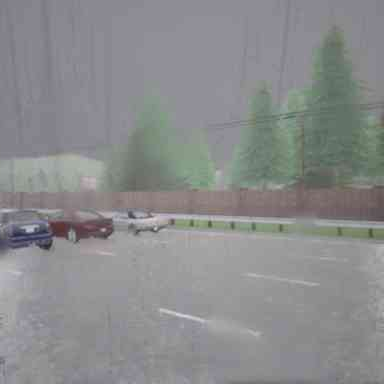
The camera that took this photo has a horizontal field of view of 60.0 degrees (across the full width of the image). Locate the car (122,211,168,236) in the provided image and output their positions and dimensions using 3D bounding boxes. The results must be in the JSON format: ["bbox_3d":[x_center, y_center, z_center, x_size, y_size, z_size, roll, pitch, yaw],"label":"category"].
[{"bbox_3d":[-3.772,1.736,19.457,4.718,1.301,1.895,-1,0,36],"label":"car"}]

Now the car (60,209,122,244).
[{"bbox_3d":[-6.107,1.616,16.828,5.008,1.535,1.882,0,0,36],"label":"car"}]

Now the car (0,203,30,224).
[{"bbox_3d":[-16.141,1.771,28.280,4.902,1.511,2.128,-1,0,36],"label":"car"}]

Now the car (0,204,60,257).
[{"bbox_3d":[-7.818,1.485,13.745,4.553,1.767,2.097,-1,-1,36],"label":"car"}]
